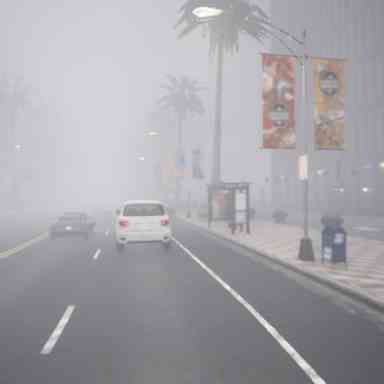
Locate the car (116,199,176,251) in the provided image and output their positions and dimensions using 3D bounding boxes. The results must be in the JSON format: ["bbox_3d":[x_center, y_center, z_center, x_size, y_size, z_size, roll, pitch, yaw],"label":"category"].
[{"bbox_3d":[-2.249,1.380,15.109,2.150,2.045,5.566,0,-1,-10],"label":"car"}]

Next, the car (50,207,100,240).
[{"bbox_3d":[-6.494,1.785,18.470,1.994,1.385,4.181,0,-1,-11],"label":"car"}]

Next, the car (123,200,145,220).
[{"bbox_3d":[-5.852,1.707,33.319,2.097,1.767,4.553,0,-1,-11],"label":"car"}]

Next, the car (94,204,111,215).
[{"bbox_3d":[-10.534,2.042,38.918,1.895,1.301,4.718,0,-1,-11],"label":"car"}]

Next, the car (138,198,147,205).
[{"bbox_3d":[-12.366,2.380,82.924,2.161,1.482,4.786,0,-1,-11],"label":"car"}]

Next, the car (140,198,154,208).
[{"bbox_3d":[-8.383,1.991,61.361,2.185,1.767,4.553,0,-1,-11],"label":"car"}]
